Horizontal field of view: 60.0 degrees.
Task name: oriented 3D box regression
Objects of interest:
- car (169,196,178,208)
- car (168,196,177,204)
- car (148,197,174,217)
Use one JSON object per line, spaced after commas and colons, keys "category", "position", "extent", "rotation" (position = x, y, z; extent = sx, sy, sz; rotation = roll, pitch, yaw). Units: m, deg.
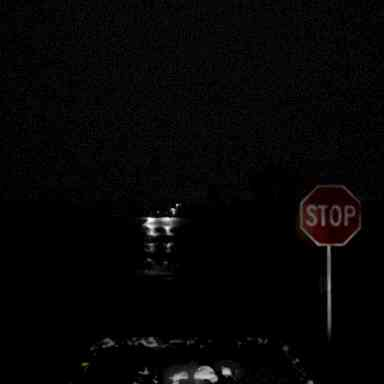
{"category": "car", "position": [-3.175, 1.569, 47.826], "extent": [2.033, 1.411, 5.357], "rotation": [0, 0, -2]}
{"category": "car", "position": [-3.891, 1.587, 65.692], "extent": [1.837, 1.490, 4.892], "rotation": [0, 0, -4]}
{"category": "car", "position": [-2.950, 1.511, 31.319], "extent": [1.837, 1.490, 4.892], "rotation": [0, 0, 0]}
